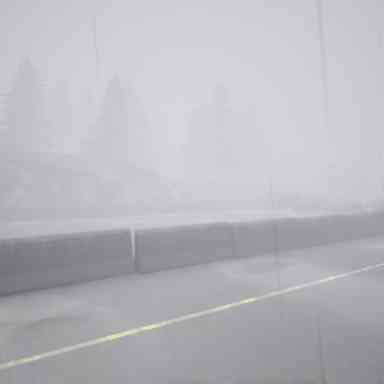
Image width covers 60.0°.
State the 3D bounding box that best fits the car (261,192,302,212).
[{"bbox_3d":[10.220,1.030,37.080,5.566,2.045,2.150,-1,1,-35],"label":"car"}]

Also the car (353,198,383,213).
[{"bbox_3d":[16.354,1.300,28.558,4.902,1.511,2.128,-1,1,-35],"label":"car"}]

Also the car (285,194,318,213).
[{"bbox_3d":[12.274,1.286,34.245,5.008,1.535,1.882,-1,1,-35],"label":"car"}]

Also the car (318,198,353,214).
[{"bbox_3d":[14.335,1.334,31.416,4.674,1.442,1.812,-1,1,-35],"label":"car"}]
